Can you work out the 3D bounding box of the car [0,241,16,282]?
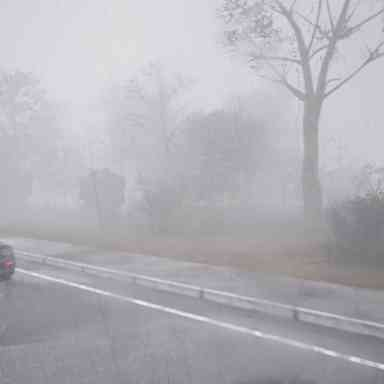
[{"bbox_3d":[-6.302,1.527,8.488,4.674,1.442,1.812,0,0,35],"label":"car"}]
